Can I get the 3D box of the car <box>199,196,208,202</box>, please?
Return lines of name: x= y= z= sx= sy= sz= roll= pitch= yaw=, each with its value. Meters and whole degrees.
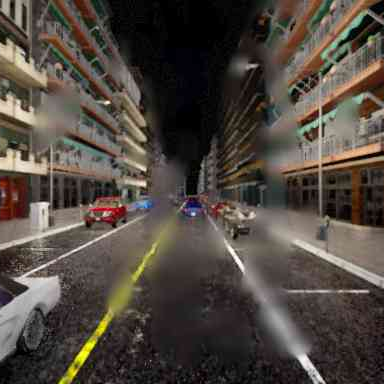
car: x=2.711 y=1.611 z=79.355 sx=1.752 sy=1.417 sz=4.829 roll=0 pitch=0 yaw=0

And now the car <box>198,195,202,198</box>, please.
car: x=0.114 y=1.539 z=46.409 sx=1.812 sy=1.442 sz=4.674 roll=0 pitch=0 yaw=0

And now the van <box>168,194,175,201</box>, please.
van: x=-5.667 y=1.464 z=90.534 sx=1.690 sy=1.788 sz=3.998 roll=0 pitch=0 yaw=0

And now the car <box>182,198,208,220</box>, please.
car: x=0.108 y=1.524 z=27.811 sx=1.812 sy=1.442 sz=4.674 roll=0 pitch=0 yaw=0

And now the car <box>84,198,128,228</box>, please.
car: x=-5.684 y=1.314 z=22.591 sx=2.192 sy=1.841 sz=5.009 roll=0 pitch=0 yaw=0

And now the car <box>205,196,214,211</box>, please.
car: x=2.700 y=1.440 z=33.891 sx=1.967 sy=1.590 sz=4.097 roll=0 pitch=0 yaw=0

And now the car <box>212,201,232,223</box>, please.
car: x=2.697 y=1.550 z=22.568 sx=2.008 sy=1.369 sz=4.403 roll=0 pitch=0 yaw=0

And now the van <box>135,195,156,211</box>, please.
van: x=-5.679 y=1.344 z=39.578 sx=1.690 sy=1.788 sz=3.998 roll=0 pitch=0 yaw=0

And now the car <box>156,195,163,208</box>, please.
car: x=-5.678 y=1.327 z=45.238 sx=2.192 sy=1.841 sz=5.009 roll=0 pitch=0 yaw=0

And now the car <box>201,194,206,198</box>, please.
car: x=2.704 y=1.462 z=50.874 sx=1.967 sy=1.590 sz=4.097 roll=0 pitch=0 yaw=0

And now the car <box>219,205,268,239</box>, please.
car: x=2.695 y=1.550 z=16.906 sx=2.008 sy=1.369 sz=4.403 roll=0 pitch=0 yaw=0

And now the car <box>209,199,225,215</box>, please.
car: x=2.698 y=1.543 z=28.231 sx=1.887 sy=1.381 sz=4.507 roll=0 pitch=0 yaw=0

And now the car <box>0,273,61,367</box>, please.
car: x=-3.099 y=1.601 z=3.290 sx=1.895 sy=1.301 sz=4.718 roll=0 pitch=0 yaw=0

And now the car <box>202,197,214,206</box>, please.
car: x=2.705 y=1.559 z=56.706 sx=1.752 sy=1.417 sz=4.829 roll=0 pitch=0 yaw=0

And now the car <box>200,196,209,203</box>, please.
car: x=2.710 y=1.615 z=73.527 sx=1.887 sy=1.381 sz=4.507 roll=0 pitch=0 yaw=0

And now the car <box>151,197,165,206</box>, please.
car: x=-5.675 y=1.579 z=56.562 sx=1.887 sy=1.381 sz=4.507 roll=0 pitch=0 yaw=0

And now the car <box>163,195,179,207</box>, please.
car: x=-2.987 y=1.571 z=52.050 sx=2.033 sy=1.411 sz=5.357 roll=0 pitch=0 yaw=0
